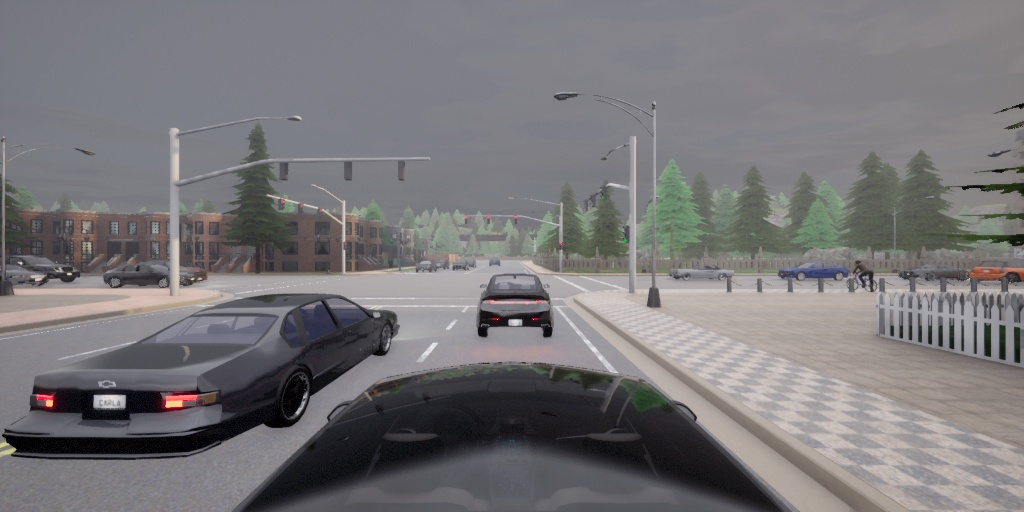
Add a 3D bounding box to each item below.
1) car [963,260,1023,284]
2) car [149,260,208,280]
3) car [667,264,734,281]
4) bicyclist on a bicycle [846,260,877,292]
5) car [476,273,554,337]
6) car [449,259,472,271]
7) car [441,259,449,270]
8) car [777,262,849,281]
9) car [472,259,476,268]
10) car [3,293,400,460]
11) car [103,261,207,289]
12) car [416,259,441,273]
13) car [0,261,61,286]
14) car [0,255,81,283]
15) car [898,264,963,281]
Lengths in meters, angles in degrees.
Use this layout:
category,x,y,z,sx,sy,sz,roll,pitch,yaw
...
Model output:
category,x,y,z,sx,sy,sz,roll,pitch,yaw
car,36.528,1.103,26.010,4.553,1.767,2.097,0,0,0
car,-25.225,1.101,26.365,4.553,1.767,2.097,0,0,-1
car,15.567,1.351,29.728,4.718,1.301,1.895,0,0,0
bicyclist on a bicycle,18.252,1.052,18.742,0.582,1.620,1.656,0,0,0
car,0.083,1.242,10.257,2.128,1.511,4.902,0,0,0
car,-7.086,1.255,49.996,1.837,1.490,4.892,0,0,0
car,-10.580,1.241,53.685,2.128,1.511,4.902,0,0,0
car,24.859,1.228,29.715,5.008,1.535,1.882,0,0,0
car,-7.049,1.255,59.980,1.837,1.490,4.892,0,0,0
car,-3.436,1.297,5.589,2.033,1.411,5.357,0,0,0
car,-22.915,1.256,22.881,4.892,1.490,1.837,0,0,-2
car,-10.577,1.276,44.577,1.812,1.442,4.674,0,0,0
car,-32.544,1.242,22.637,4.902,1.511,2.128,0,0,-4
car,-35.168,0.971,25.963,5.566,2.045,2.150,0,0,-6
car,34.833,1.314,29.692,4.181,1.385,1.994,0,0,1
